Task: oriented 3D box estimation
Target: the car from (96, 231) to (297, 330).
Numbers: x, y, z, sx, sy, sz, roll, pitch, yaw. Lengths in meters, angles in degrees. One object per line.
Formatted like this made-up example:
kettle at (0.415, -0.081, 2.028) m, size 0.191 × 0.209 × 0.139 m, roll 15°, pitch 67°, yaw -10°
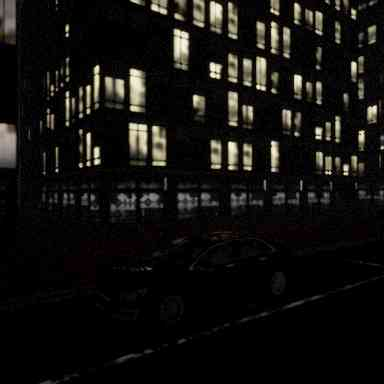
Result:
car at (0.295, 1.521, 6.772) m, size 4.403 × 1.369 × 2.008 m, roll -1°, pitch 1°, yaw -36°
